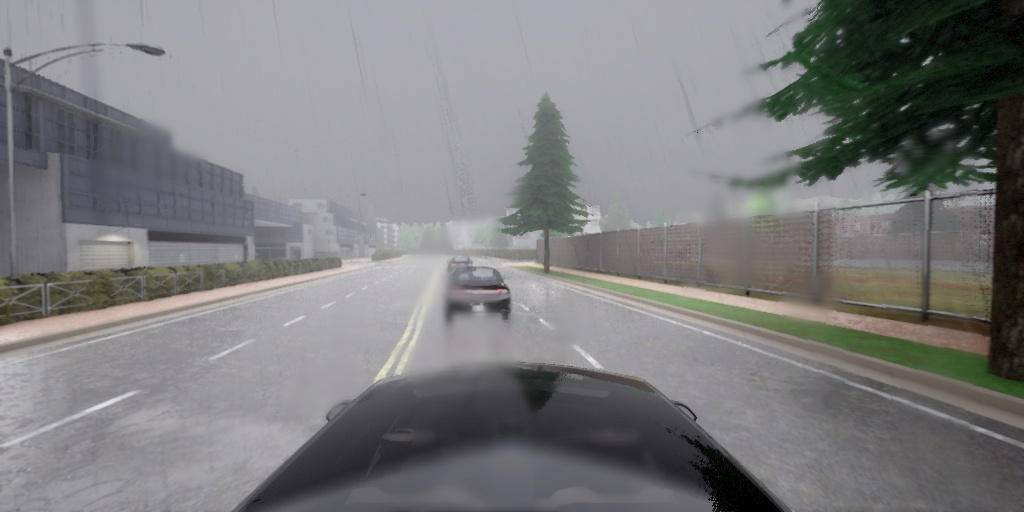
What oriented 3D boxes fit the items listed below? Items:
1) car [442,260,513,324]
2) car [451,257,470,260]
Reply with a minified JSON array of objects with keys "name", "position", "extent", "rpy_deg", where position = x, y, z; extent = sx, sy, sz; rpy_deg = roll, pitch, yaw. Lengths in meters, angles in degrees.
[{"name":"car","position":[-1.152,1.074,11.331],"extent":[2.128,1.511,4.902],"rpy_deg":[0,1,-9]},{"name":"car","position":[-4.020,0.785,28.088],"extent":[2.128,1.511,4.902],"rpy_deg":[0,1,-10]}]
